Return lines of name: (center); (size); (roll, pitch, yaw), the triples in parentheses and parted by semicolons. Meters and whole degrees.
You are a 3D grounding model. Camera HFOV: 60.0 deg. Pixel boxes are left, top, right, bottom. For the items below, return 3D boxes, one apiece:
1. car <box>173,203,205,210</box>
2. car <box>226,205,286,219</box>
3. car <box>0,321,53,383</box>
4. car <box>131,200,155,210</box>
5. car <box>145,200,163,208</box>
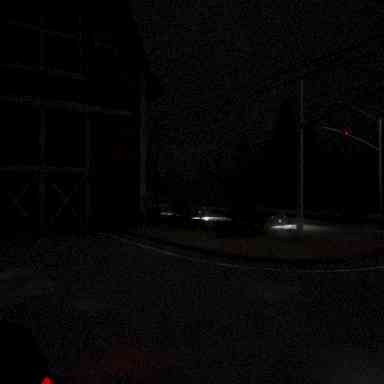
car: (-0.365, 1.787, 33.819); (1.994, 1.385, 4.181); (0, 0, -34)
car: (4.857, 1.722, 26.208); (2.033, 1.411, 5.357); (0, 0, -34)
car: (-3.010, 1.572, 1.848); (4.181, 1.385, 1.994); (-1, 0, -36)
car: (-7.439, 1.888, 50.651); (1.994, 1.385, 4.181); (0, 0, -34)
car: (-5.352, 1.869, 41.081); (1.895, 1.301, 4.718); (0, 0, -34)
